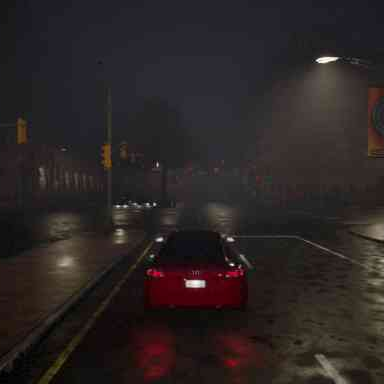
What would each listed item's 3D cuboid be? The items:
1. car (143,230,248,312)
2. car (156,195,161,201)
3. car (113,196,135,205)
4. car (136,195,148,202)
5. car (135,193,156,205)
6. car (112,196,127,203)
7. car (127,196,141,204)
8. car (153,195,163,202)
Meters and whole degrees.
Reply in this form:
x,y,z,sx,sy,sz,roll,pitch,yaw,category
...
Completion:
x,y,z,sx,sy,sz,roll,pitch,yaw,category
0.072,1.564,7.787,1.994,1.385,4.181,0,0,0,car
-8.032,1.601,68.450,1.895,1.301,4.718,0,0,0,car
-11.605,1.564,56.937,1.994,1.385,4.181,0,0,0,car
-11.531,1.478,76.649,1.882,1.535,5.008,0,0,0,car
-8.103,1.221,58.651,2.150,2.045,5.566,0,0,0,car
-14.776,1.595,67.893,1.895,1.301,4.718,0,0,0,car
-11.553,1.564,66.231,1.994,1.385,4.181,0,0,0,car
-8.031,1.500,78.654,1.837,1.490,4.892,0,0,0,car
